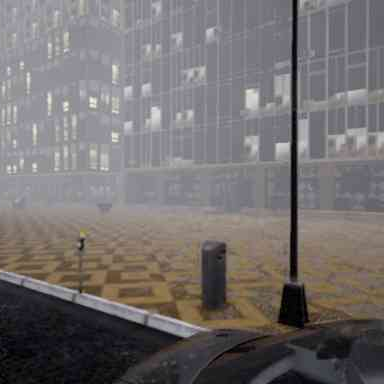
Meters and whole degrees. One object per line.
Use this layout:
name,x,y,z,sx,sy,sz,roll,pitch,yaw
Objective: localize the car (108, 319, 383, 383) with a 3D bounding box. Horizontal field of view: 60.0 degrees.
car,1.218,1.565,2.000,4.313,1.339,1.947,0,0,36
